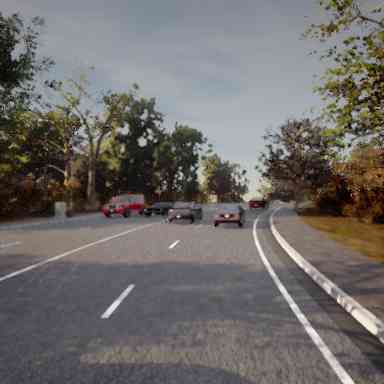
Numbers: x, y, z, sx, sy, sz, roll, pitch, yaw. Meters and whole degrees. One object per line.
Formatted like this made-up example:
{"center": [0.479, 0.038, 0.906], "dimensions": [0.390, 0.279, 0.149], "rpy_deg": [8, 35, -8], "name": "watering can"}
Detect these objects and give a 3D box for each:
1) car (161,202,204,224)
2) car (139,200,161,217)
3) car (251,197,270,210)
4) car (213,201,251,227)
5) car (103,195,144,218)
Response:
{"center": [-0.387, 1.460, 24.767], "dimensions": [2.128, 1.511, 4.902], "rpy_deg": [-1, 0, 12], "name": "car"}
{"center": [-2.763, 1.607, 30.653], "dimensions": [1.895, 1.301, 4.718], "rpy_deg": [-1, 0, 15], "name": "car"}
{"center": [8.355, 1.331, 41.086], "dimensions": [1.882, 1.535, 5.008], "rpy_deg": [-1, 0, 22], "name": "car"}
{"center": [2.634, 1.486, 22.474], "dimensions": [2.033, 1.411, 5.357], "rpy_deg": [-1, 0, 12], "name": "car"}
{"center": [-6.212, 1.266, 31.301], "dimensions": [2.150, 2.045, 5.566], "rpy_deg": [-1, 0, 15], "name": "car"}
